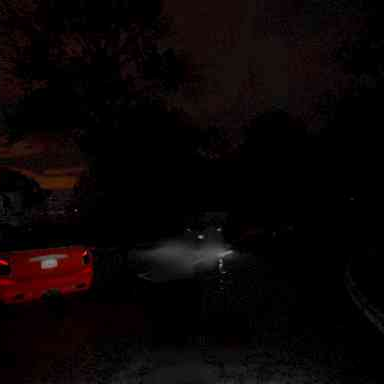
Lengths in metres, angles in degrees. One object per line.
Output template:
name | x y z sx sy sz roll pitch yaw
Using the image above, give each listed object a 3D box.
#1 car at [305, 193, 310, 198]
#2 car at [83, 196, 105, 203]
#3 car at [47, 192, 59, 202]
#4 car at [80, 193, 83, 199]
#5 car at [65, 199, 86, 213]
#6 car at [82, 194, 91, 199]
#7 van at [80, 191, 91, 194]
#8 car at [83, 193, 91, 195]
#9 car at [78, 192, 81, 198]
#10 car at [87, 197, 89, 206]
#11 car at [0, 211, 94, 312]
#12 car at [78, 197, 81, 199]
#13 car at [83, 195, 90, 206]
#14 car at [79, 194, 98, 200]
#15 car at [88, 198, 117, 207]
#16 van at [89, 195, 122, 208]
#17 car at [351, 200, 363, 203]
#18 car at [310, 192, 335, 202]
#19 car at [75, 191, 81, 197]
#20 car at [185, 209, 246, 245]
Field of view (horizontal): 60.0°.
car | 26.682 0.780 73.243 1.882 1.535 5.008 0 1 -21
car | -21.953 1.573 74.340 4.674 1.452 2.002 0 1 -21
car | -32.476 1.399 78.420 1.882 1.535 5.008 0 1 -21
car | -20.948 1.576 71.750 5.008 1.535 2.097 0 1 -21
car | -15.209 1.998 42.938 1.837 1.490 4.892 0 0 -24
car | -17.923 1.707 63.994 5.008 1.535 2.097 0 1 -21
van | -22.845 1.264 76.966 4.442 1.987 1.878 0 1 -21
car | -18.904 1.538 66.588 4.553 1.767 2.185 0 1 -21
car | -24.991 1.434 82.090 4.792 1.488 2.163 0 1 -21
car | -13.882 1.915 53.656 4.792 1.488 2.163 0 1 -21
car | -4.229 1.459 8.132 2.097 1.767 4.553 1 -1 -42
car | -18.887 1.963 52.417 1.994 1.385 4.181 0 1 -21
car | -15.088 1.838 56.166 5.366 1.575 1.946 0 1 -21
car | -27.952 1.305 89.872 4.792 1.488 2.163 0 1 -21
car | -15.892 1.825 58.830 4.792 1.488 2.163 0 1 -21
van | -13.013 1.705 51.014 4.442 1.987 1.878 0 1 -21
car | 27.975 1.150 56.333 1.812 1.442 4.674 -2 0 27
car | 26.025 1.091 65.357 2.128 1.511 4.902 0 1 -12
car | -27.147 1.316 87.207 5.366 1.575 1.946 0 1 -21
car | 1.287 1.574 16.043 1.812 1.442 4.674 -2 0 24
